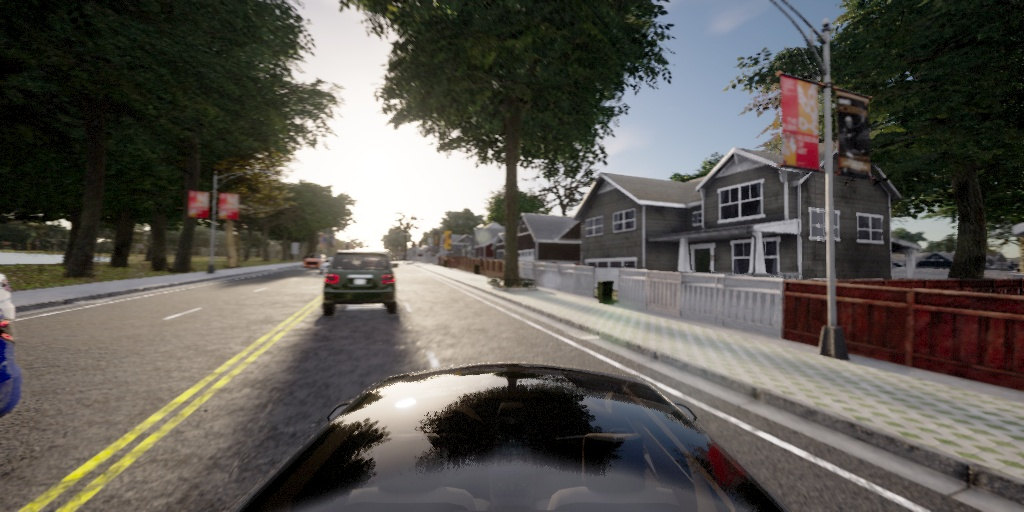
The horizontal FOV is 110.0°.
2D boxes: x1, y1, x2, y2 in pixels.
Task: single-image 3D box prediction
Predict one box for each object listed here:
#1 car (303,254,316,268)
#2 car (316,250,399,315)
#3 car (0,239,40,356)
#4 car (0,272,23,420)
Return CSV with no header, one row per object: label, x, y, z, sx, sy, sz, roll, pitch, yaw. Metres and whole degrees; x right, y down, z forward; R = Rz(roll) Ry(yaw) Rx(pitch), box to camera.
car,-22.973,0.526,42.075,2.097,1.767,4.553,2,0,-20
car,-5.332,0.814,12.959,2.150,2.045,5.566,2,0,-20
car,-9.185,0.720,3.931,2.150,2.045,5.566,2,0,-20
car,-4.532,0.851,0.625,2.150,2.045,5.566,2,0,-20
